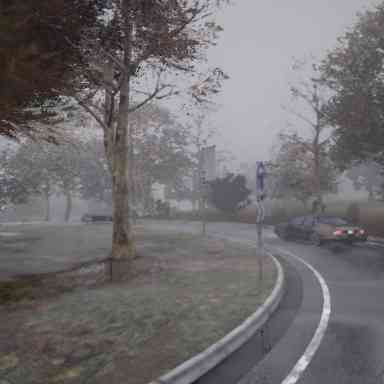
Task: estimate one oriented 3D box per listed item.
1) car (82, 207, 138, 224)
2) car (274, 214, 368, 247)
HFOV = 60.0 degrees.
[{"bbox_3d":[-7.110,1.988,28.685,4.902,1.511,2.128,-1,-1,13],"label":"car"},{"bbox_3d":[6.096,1.811,16.548,2.033,1.411,5.357,0,-1,-15],"label":"car"}]
